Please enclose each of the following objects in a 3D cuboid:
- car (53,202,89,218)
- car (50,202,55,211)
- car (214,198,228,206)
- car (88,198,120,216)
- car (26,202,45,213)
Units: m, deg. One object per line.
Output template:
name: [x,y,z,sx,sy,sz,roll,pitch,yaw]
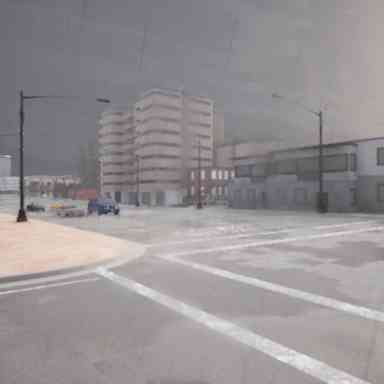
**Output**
car: [-13.301,2.061,36.371,1.895,1.301,4.718,0,-1,-37]
car: [-20.890,2.324,52.476,1.882,1.535,5.008,0,-1,-37]
car: [5.793,1.766,60.198,1.970,1.475,3.806,0,-1,-37]
car: [-10.245,1.669,38.129,2.150,2.045,5.566,0,-1,-37]
car: [-23.690,2.287,50.376,1.882,1.535,5.008,0,-1,-37]
